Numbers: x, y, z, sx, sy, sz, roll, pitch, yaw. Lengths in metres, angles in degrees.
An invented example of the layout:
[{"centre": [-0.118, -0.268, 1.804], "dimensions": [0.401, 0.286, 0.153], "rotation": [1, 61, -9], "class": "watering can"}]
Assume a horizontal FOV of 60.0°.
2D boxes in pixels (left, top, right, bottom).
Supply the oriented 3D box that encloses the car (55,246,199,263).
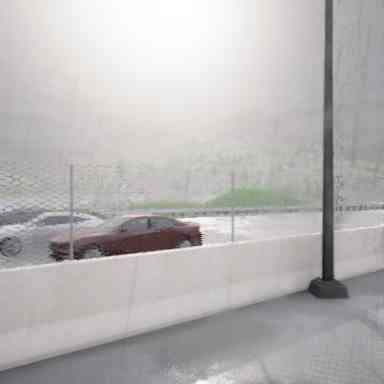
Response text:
[{"centre": [-1.997, 1.455, 10.972], "dimensions": [5.008, 1.535, 1.882], "rotation": [0, 0, -34], "class": "car"}]
